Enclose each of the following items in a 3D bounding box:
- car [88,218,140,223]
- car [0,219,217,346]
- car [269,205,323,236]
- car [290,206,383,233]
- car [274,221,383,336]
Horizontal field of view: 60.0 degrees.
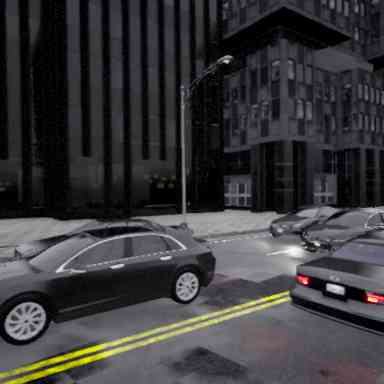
[{"bbox_3d":[-2.340,1.505,9.999,5.357,1.411,2.033,-1,0,-35],"label":"car"},{"bbox_3d":[-1.737,1.480,6.437,4.892,1.490,1.837,-1,0,-36],"label":"car"},{"bbox_3d":[5.684,1.372,15.697,4.674,1.442,1.812,-1,0,-36],"label":"car"},{"bbox_3d":[5.930,1.374,11.899,4.892,1.490,1.837,-1,0,-36],"label":"car"},{"bbox_3d":[4.185,1.468,6.423,5.357,1.411,2.033,-1,0,-35],"label":"car"}]
